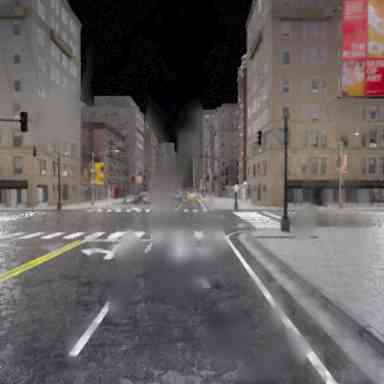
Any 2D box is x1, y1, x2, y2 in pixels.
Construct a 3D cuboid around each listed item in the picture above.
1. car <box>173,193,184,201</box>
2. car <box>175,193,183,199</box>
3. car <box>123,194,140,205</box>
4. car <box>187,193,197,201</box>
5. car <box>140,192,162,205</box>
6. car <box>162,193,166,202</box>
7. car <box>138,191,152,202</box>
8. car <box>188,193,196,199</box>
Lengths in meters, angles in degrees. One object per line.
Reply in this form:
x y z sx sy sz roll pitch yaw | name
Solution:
-3.274 1.231 74.262 1.994 1.385 4.181 0 0 0 | car
-3.278 1.051 84.297 1.812 1.442 4.674 0 0 0 | car
-9.825 1.234 53.894 2.128 1.511 4.902 0 0 0 | car
-0.024 1.158 73.879 1.882 1.535 5.008 0 0 0 | car
-6.576 1.095 53.730 2.097 1.767 4.553 0 0 0 | car
-6.523 1.052 68.449 2.097 1.767 4.553 0 0 0 | car
-9.773 0.918 69.345 2.150 2.045 5.566 0 0 0 | car
-0.028 1.052 84.298 2.128 1.511 4.902 0 0 0 | car
